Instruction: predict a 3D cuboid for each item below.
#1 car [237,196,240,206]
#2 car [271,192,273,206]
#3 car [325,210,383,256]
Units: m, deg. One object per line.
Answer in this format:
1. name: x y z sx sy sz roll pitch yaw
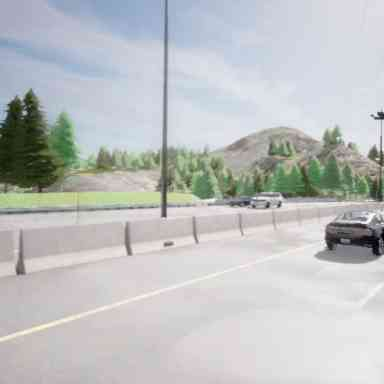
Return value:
1. car: 6.911 1.316 45.448 1.837 1.490 4.892 1 0 41
2. car: 9.858 1.067 43.499 2.150 2.045 5.566 1 0 41
3. car: 6.959 1.504 13.451 2.128 1.511 4.902 1 1 41
